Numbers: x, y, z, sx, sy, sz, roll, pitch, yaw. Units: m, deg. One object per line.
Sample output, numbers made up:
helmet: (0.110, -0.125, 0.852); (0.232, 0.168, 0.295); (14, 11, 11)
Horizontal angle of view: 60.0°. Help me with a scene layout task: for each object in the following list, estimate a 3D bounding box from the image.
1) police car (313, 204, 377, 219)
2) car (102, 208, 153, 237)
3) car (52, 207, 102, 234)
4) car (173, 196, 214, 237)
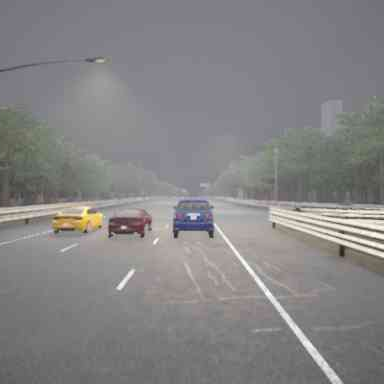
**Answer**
police car: (11.399, 1.708, 25.495); (2.038, 1.542, 4.974); (1, -1, -23)
car: (-3.416, 1.644, 19.117); (1.882, 1.535, 5.008); (0, 0, 0)
car: (-6.919, 1.654, 20.691); (1.882, 1.535, 5.008); (0, 0, 0)
car: (0.092, 1.388, 19.166); (2.150, 2.045, 5.566); (0, 0, 0)
